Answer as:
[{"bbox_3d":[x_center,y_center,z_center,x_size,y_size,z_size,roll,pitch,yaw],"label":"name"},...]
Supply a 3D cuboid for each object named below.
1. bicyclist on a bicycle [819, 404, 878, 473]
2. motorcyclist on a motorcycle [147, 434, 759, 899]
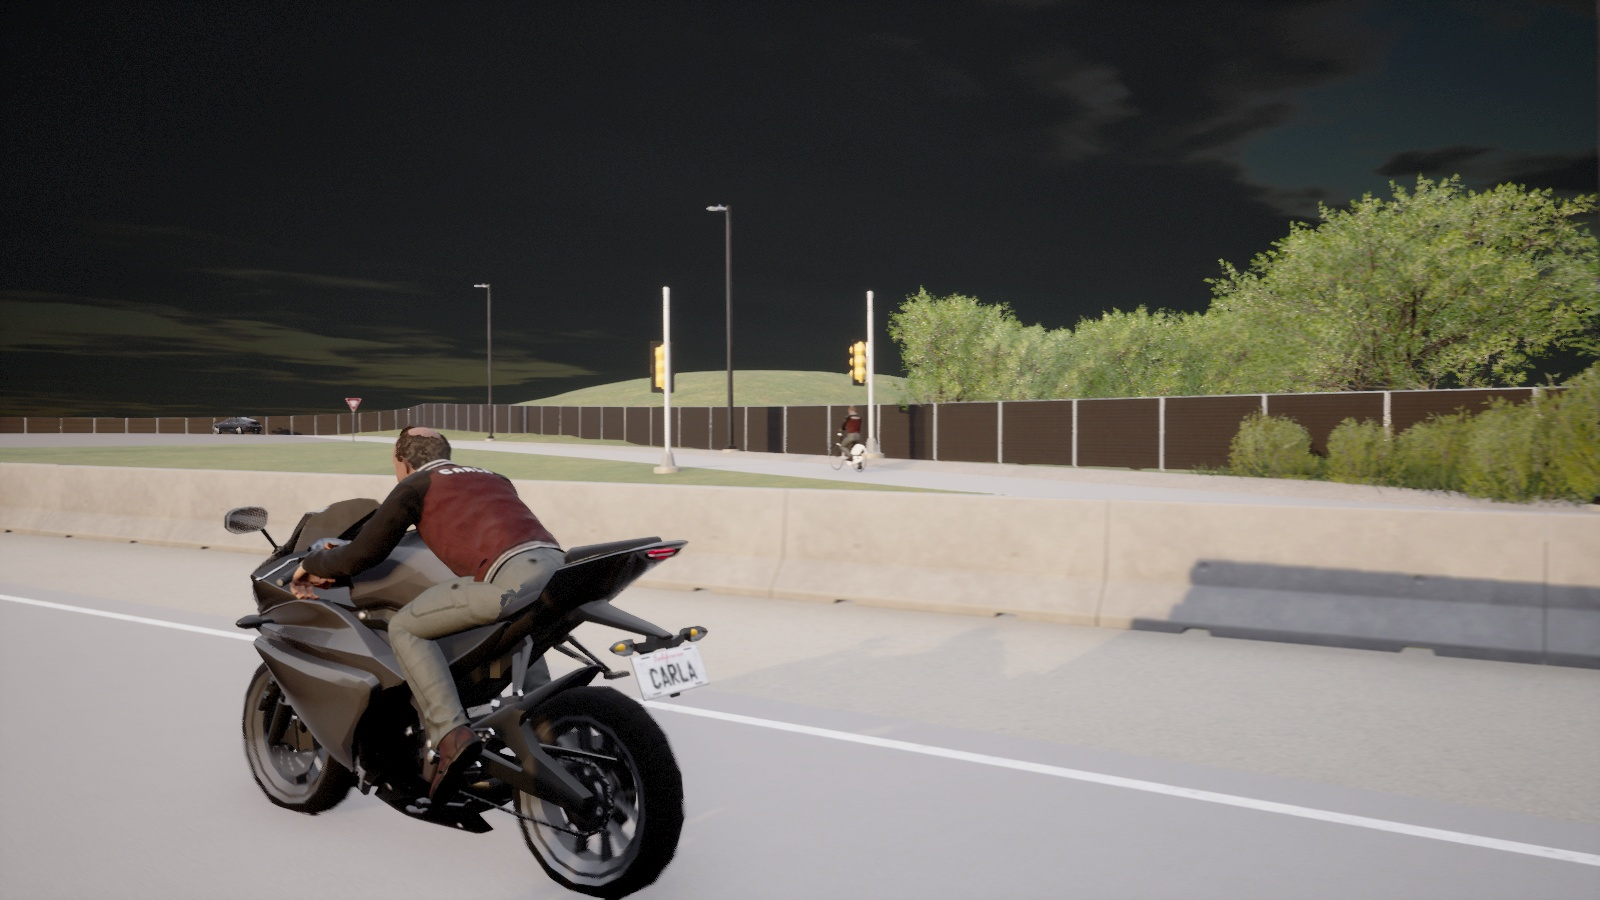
[{"bbox_3d":[1.269,-0.326,33.072,0.659,1.776,1.843,-2,2,-29],"label":"bicyclist on a bicycle"},{"bbox_3d":[-1.298,0.718,4.487,2.191,1.530,0.866,0,1,34],"label":"motorcyclist on a motorcycle"}]
